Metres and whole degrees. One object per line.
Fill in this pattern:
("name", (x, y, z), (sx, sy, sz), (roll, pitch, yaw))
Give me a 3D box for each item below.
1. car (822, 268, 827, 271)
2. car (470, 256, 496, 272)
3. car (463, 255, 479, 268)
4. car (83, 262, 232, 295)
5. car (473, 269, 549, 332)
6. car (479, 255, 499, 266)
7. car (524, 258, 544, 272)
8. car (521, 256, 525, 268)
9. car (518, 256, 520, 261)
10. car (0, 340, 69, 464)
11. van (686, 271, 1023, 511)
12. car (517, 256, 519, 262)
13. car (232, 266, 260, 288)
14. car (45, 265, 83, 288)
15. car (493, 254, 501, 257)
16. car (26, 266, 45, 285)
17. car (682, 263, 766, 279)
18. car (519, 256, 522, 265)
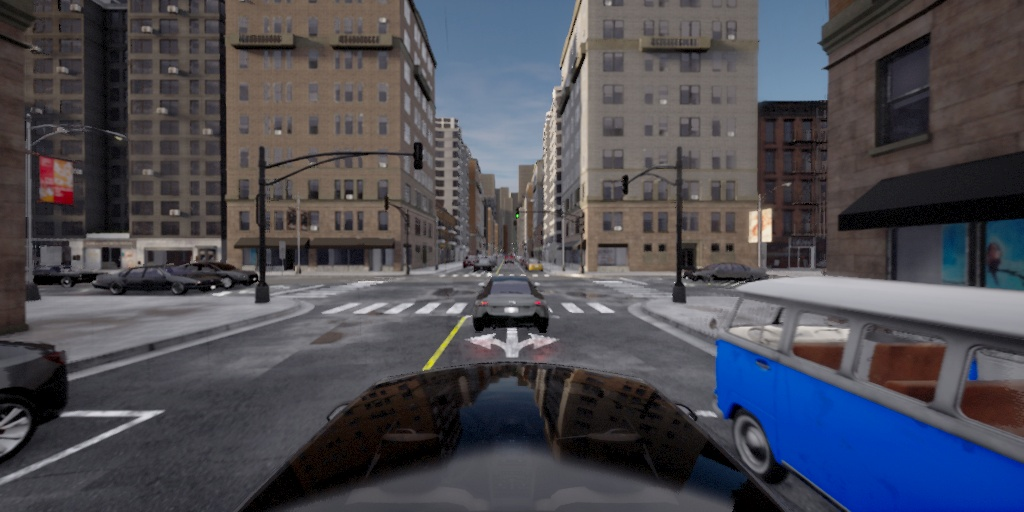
("car", (24.942, 1.103, 25.575), (5.008, 1.535, 1.882), (0, 0, -1))
("car", (-3.267, 1.037, 41.088), (1.882, 1.535, 5.008), (0, 0, 1))
("car", (-5.983, 0.817, 52.224), (2.192, 1.841, 5.009), (0, 0, -1))
("car", (-18.010, 1.205, 18.410), (5.357, 1.411, 2.033), (0, 0, -1))
("car", (-0.073, 1.272, 10.724), (1.994, 1.385, 4.181), (0, 0, -2))
("car", (-3.391, 1.000, 51.173), (2.128, 1.511, 4.902), (0, 0, -1))
("car", (2.682, 1.084, 41.452), (1.751, 1.417, 4.829), (0, 0, -1))
("car", (2.613, 0.970, 46.807), (1.967, 1.591, 4.097), (0, 0, -1))
("car", (2.471, 1.038, 57.859), (1.948, 1.339, 4.313), (0, 0, -1))
("car", (-5.670, 1.314, 2.091), (1.948, 1.339, 4.313), (0, 0, 0))
("van", (2.855, 1.089, 2.093), (1.690, 1.789, 3.998), (0, 0, 0))
("car", (2.400, 0.987, 63.385), (1.888, 1.381, 4.507), (0, 0, -1))
("car", (-17.997, 1.138, 21.662), (4.892, 1.490, 1.837), (0, 0, -1))
("car", (-27.256, 1.208, 21.566), (4.718, 1.301, 1.895), (0, 0, -1))
("car", (-3.482, 0.945, 61.364), (2.128, 1.511, 4.902), (0, 0, 0))
("car", (-28.193, 0.849, 18.301), (5.566, 2.045, 2.150), (0, 0, 0))
("car", (15.075, 1.179, 25.470), (5.357, 1.411, 2.033), (0, 0, -1))
("car", (2.542, 1.052, 52.333), (2.007, 1.370, 4.403), (0, 0, -1))
